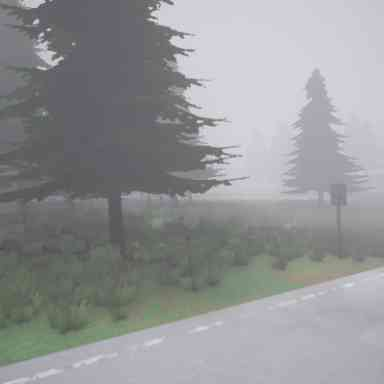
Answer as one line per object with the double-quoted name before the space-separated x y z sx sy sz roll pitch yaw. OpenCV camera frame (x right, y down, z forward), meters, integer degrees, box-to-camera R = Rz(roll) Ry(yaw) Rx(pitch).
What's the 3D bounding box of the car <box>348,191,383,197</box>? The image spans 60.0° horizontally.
"car" 20.336 0.316 37.898 1.882 1.535 5.008 -5 2 -28
